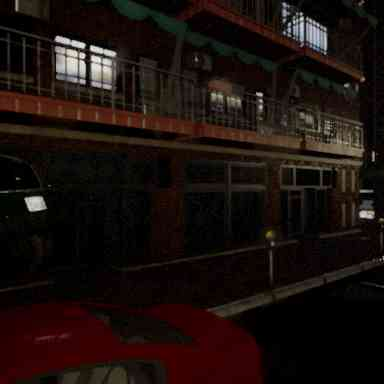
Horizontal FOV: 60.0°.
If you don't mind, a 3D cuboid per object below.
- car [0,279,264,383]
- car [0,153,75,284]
[{"bbox_3d":[-1.455,1.545,1.984,4.507,1.381,1.887,0,0,-39],"label":"car"},{"bbox_3d":[-4.246,0.667,3.637,5.566,2.045,2.150,-19,0,7],"label":"car"}]
